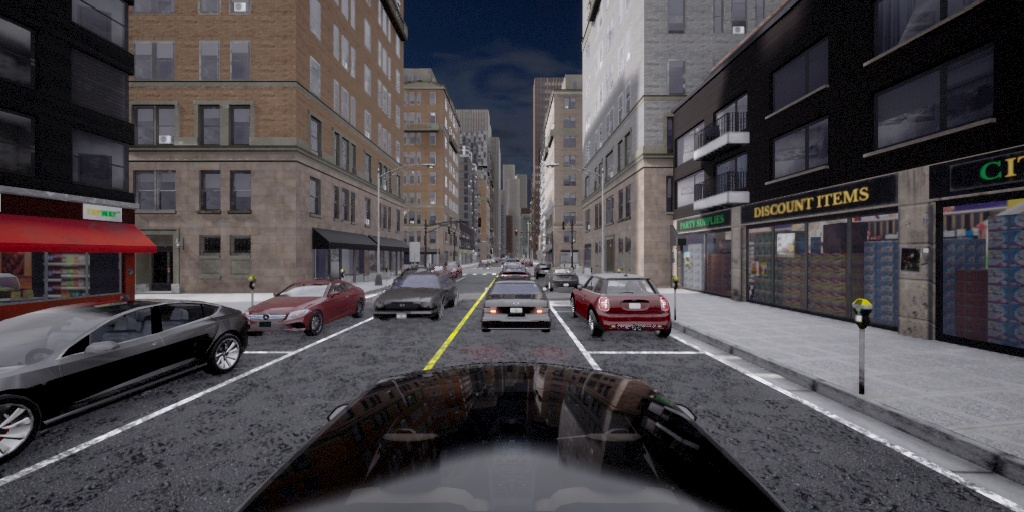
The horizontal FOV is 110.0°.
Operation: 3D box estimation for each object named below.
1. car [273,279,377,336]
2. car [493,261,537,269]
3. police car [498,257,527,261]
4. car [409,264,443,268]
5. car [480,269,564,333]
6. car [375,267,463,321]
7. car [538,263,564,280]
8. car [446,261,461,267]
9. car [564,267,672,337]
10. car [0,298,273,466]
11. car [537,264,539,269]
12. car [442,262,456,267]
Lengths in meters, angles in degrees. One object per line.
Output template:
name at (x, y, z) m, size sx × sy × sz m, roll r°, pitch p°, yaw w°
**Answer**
car at (-5.654, 1.332, 10.315) m, size 1.802 × 1.307 × 4.207 m, roll 0°, pitch 0°, yaw 0°
car at (0.136, 1.242, 21.291) m, size 2.128 × 1.511 × 4.902 m, roll 0°, pitch 0°, yaw 0°
police car at (0.057, 1.178, 31.311) m, size 1.930 × 1.638 × 5.238 m, roll 0°, pitch 0°, yaw 0°
car at (-5.631, 1.317, 21.317) m, size 1.948 × 1.339 × 4.313 m, roll 0°, pitch 0°, yaw 0°
car at (0.113, 1.297, 10.769) m, size 2.033 × 1.411 × 5.357 m, roll 0°, pitch 0°, yaw 0°
car at (-3.080, 1.297, 12.666) m, size 2.033 × 1.411 × 5.357 m, roll 0°, pitch 0°, yaw 0°
car at (2.894, 1.301, 21.299) m, size 2.007 × 1.370 × 4.403 m, roll 0°, pitch 0°, yaw 0°
car at (-5.609, 1.193, 32.320) m, size 1.967 × 1.591 × 4.097 m, roll 0°, pitch 0°, yaw 0°
car at (2.872, 1.190, 10.297) m, size 1.967 × 1.591 × 4.097 m, roll 0°, pitch 0°, yaw 0°
car at (-5.665, 1.316, 4.813) m, size 1.948 × 1.339 × 4.313 m, roll 0°, pitch 0°, yaw 0°
car at (2.917, 1.319, 32.302) m, size 1.948 × 1.339 × 4.313 m, roll 0°, pitch 0°, yaw 0°
car at (-5.620, 1.334, 26.818) m, size 1.802 × 1.307 × 4.207 m, roll 0°, pitch 0°, yaw 0°
